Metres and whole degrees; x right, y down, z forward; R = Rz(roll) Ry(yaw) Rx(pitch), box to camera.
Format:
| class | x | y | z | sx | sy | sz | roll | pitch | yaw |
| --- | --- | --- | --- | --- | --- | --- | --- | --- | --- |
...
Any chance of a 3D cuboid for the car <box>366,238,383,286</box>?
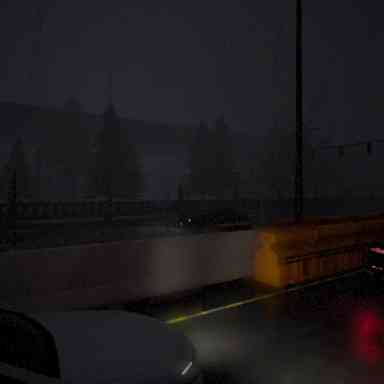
| class | x | y | z | sx | sy | sz | roll | pitch | yaw |
| --- | --- | --- | --- | --- | --- | --- | --- | --- | --- |
| car | 6.213 | 1.492 | 8.184 | 4.902 | 1.511 | 2.128 | 0 | 0 | -36 |

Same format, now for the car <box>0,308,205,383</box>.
| class | x | y | z | sx | sy | sz | roll | pitch | yaw |
| --- | --- | --- | --- | --- | --- | --- | --- | --- | --- |
| car | -2.048 | 1.526 | 2.288 | 4.674 | 1.442 | 1.812 | 0 | 0 | -36 |
